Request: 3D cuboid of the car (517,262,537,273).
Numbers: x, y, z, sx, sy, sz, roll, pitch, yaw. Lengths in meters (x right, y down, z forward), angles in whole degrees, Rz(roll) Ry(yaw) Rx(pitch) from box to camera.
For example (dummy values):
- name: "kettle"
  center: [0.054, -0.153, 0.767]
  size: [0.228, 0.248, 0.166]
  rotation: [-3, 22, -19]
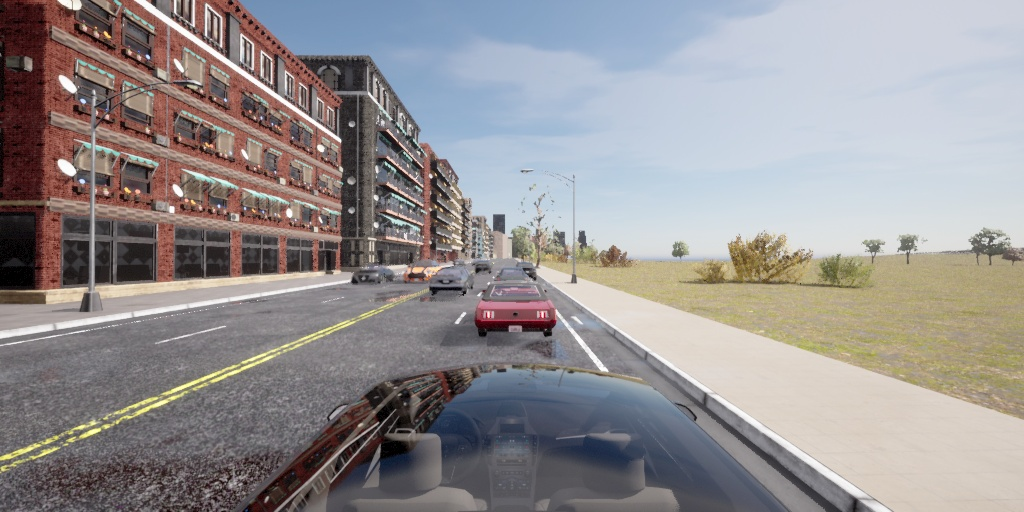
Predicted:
- name: "car"
  center: [1.053, 1.259, 30.306]
  size: [1.837, 1.490, 4.892]
  rotation: [0, 0, 0]

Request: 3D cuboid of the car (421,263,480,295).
- name: "car"
  center: [-3.204, 1.300, 19.814]
  size: [2.033, 1.411, 5.357]
  rotation: [0, 0, 0]

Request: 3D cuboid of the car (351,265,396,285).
- name: "car"
  center: [-9.921, 1.317, 25.920]
  size: [1.994, 1.385, 4.181]
  rotation: [0, 0, 0]

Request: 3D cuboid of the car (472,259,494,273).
- name: "car"
  center: [-3.268, 1.258, 42.129]
  size: [1.837, 1.490, 4.892]
  rotation: [0, 0, 0]

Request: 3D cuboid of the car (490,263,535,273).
- name: "car"
  center: [0.037, 1.317, 20.312]
  size: [1.994, 1.385, 4.181]
  rotation: [0, 0, 0]

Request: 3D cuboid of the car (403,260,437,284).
- name: "car"
  center: [-6.676, 1.105, 27.222]
  size: [2.097, 1.767, 4.553]
  rotation: [0, 0, 0]

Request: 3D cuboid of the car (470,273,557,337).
- name: "car"
  center: [0.076, 1.352, 10.282]
  size: [1.895, 1.301, 4.718]
  rotation: [0, 0, 0]
